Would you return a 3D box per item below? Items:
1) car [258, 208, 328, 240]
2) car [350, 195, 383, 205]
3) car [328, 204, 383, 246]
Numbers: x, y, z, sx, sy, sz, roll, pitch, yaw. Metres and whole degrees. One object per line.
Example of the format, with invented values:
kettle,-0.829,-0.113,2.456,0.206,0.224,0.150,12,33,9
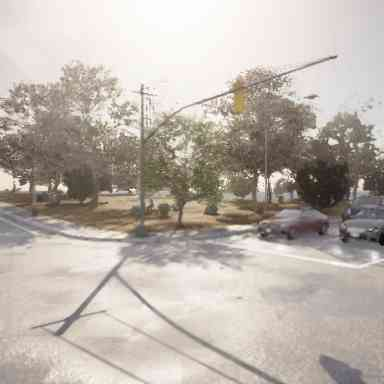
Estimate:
car,5.415,1.556,17.303,4.674,1.442,1.812,0,0,-40
car,12.747,1.261,23.530,5.566,2.045,2.150,0,0,-40
car,8.661,1.516,15.443,4.902,1.511,2.128,0,0,-40
